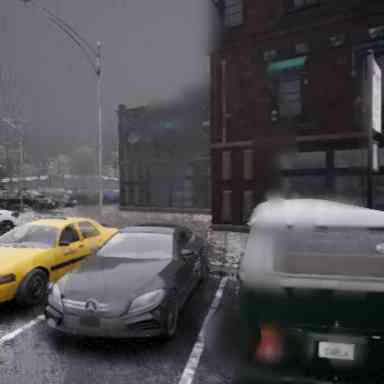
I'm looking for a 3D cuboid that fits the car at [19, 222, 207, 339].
[{"bbox_3d":[-0.844,1.384,6.559,2.002,1.452,4.674,0,1,12],"label":"car"}]

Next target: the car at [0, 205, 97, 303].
[{"bbox_3d":[-3.441,1.328,7.951,1.946,1.575,5.366,0,1,12],"label":"car"}]

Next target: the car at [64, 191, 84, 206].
[{"bbox_3d":[-13.863,0.908,33.296,4.792,1.488,2.163,1,2,10],"label":"car"}]

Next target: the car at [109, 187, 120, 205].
[{"bbox_3d":[-10.878,0.498,38.407,5.566,2.045,2.435,1,2,10],"label":"car"}]

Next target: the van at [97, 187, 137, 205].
[{"bbox_3d":[-9.243,0.460,40.946,4.442,1.987,1.878,1,1,10],"label":"van"}]

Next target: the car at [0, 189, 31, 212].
[{"bbox_3d":[-8.525,1.048,11.313,2.435,2.045,5.566,0,1,12],"label":"car"}]

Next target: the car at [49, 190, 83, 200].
[{"bbox_3d":[-20.796,0.478,55.000,4.892,1.521,2.231,-1,1,10],"label":"car"}]

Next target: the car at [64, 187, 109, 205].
[{"bbox_3d":[-12.372,0.562,35.853,5.566,2.045,2.435,1,2,10],"label":"car"}]

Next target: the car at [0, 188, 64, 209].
[{"bbox_3d":[-15.301,0.691,30.751,5.566,2.045,2.435,1,1,10],"label":"car"}]

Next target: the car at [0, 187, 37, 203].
[{"bbox_3d":[-25.340,0.423,47.172,5.566,2.045,2.435,-1,1,10],"label":"car"}]

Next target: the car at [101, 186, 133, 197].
[{"bbox_3d":[-14.726,-0.041,65.430,5.566,2.045,2.435,-1,1,10],"label":"car"}]

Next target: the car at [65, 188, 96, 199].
[{"bbox_3d":[-19.235,0.284,57.583,4.553,1.767,2.185,-1,1,10],"label":"car"}]

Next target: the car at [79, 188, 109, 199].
[{"bbox_3d":[-17.715,0.217,60.202,4.553,1.767,2.185,-1,1,10],"label":"car"}]

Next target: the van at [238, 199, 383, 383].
[{"bbox_3d":[1.725,1.132,5.088,1.878,1.987,4.442,0,0,12],"label":"van"}]

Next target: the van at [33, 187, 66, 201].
[{"bbox_3d":[-22.434,0.319,52.400,4.442,1.987,1.878,-1,1,10],"label":"van"}]

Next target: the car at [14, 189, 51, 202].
[{"bbox_3d":[-23.872,0.484,49.789,4.553,1.767,2.185,-1,1,10],"label":"car"}]
